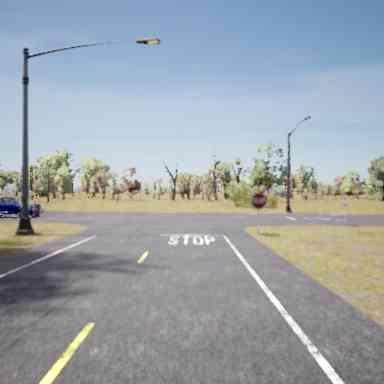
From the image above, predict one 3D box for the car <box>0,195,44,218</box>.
[{"bbox_3d":[-16.654,1.343,30.554,5.566,2.045,2.150,1,0,0],"label":"car"}]
